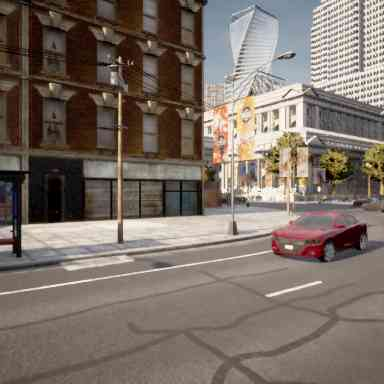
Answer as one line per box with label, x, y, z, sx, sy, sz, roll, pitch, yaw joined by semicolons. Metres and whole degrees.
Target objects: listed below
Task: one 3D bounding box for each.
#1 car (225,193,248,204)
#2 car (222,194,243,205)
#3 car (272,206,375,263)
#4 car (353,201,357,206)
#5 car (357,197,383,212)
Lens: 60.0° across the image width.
car;8.283;1.223;64.376;2.150;2.045;5.566;0;0;-34
car;6.644;1.525;60.475;1.812;1.442;4.674;0;0;-33
car;4.855;1.477;12.332;5.008;1.535;1.882;0;0;-45
car;26.433;1.520;50.039;2.002;1.452;4.674;0;0;-16
car;21.647;1.547;38.174;2.033;1.411;5.357;0;0;-3
